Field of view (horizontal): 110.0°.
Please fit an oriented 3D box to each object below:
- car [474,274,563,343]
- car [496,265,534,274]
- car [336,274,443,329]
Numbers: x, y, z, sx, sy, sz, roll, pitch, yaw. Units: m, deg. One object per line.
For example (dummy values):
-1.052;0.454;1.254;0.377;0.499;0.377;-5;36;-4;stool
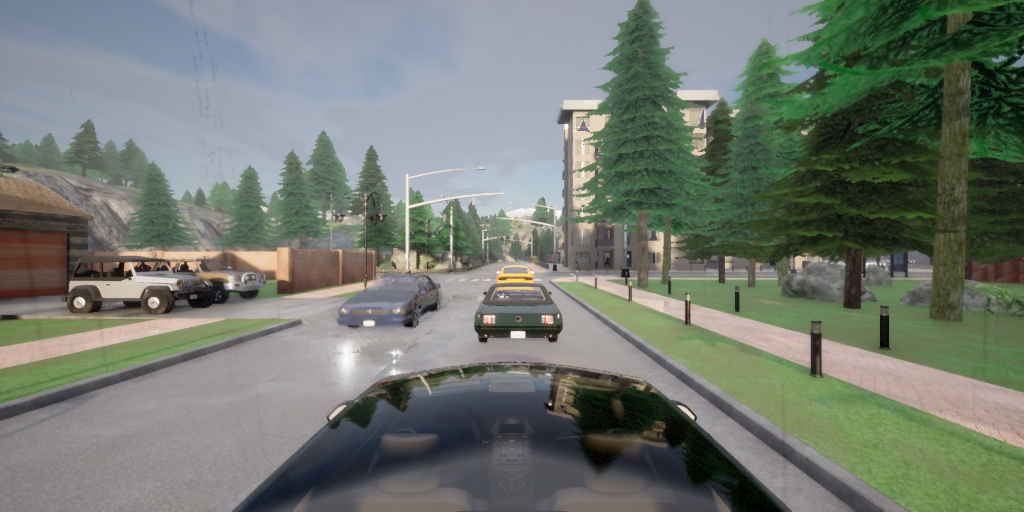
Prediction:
0.148;1.351;9.677;1.895;1.301;4.718;0;0;0;car
0.180;1.228;19.017;1.882;1.535;5.008;0;0;0;car
-3.540;1.298;11.585;2.033;1.411;5.357;0;0;1;car
